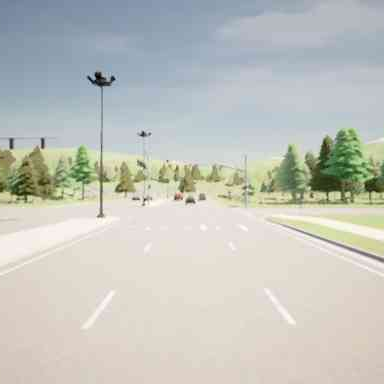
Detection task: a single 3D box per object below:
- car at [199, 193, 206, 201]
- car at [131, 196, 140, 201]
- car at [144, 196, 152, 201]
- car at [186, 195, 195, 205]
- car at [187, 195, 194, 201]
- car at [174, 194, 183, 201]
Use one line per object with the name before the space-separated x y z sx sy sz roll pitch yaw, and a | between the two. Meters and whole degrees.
car | 3.088 1.758 94.434 2.033 1.411 5.357 0 0 1
car | -15.425 1.768 91.217 1.994 1.385 4.181 0 0 0
car | -11.926 1.755 91.162 2.033 1.411 5.357 0 0 0
car | -0.301 1.654 63.814 1.837 1.490 4.892 0 0 0
car | -0.410 1.698 94.833 1.882 1.535 5.008 0 0 1
car | -3.912 1.444 94.435 2.150 2.045 5.566 0 0 1
